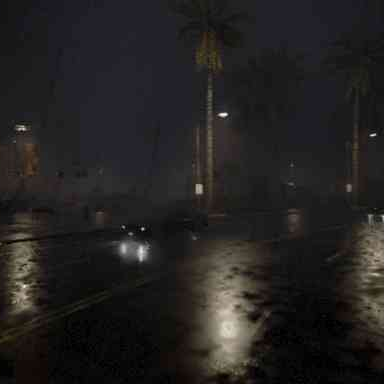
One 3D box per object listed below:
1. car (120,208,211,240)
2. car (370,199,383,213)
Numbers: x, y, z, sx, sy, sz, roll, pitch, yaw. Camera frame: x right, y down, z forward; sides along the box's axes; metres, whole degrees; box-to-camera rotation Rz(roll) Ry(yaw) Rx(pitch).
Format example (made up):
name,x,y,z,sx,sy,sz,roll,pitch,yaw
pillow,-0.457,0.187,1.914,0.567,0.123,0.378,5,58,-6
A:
name,x,y,z,sx,sy,sz,roll,pitch,yaw
car,-1.184,1.578,17.701,2.033,1.411,5.357,-1,0,40
car,19.439,1.289,32.132,4.892,1.490,1.837,0,0,-23
